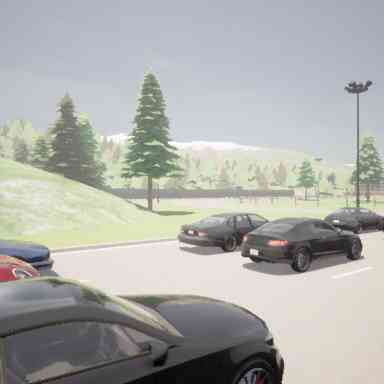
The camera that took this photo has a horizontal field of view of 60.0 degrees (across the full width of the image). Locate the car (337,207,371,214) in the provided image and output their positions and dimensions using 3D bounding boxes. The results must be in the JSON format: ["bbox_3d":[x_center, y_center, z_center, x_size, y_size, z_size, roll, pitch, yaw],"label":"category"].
[{"bbox_3d":[9.471,1.564,19.265,4.181,1.385,1.994,0,0,-36],"label":"car"}]

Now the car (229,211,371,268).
[{"bbox_3d":[3.608,1.526,10.709,4.674,1.442,1.812,0,0,-36],"label":"car"}]

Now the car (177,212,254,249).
[{"bbox_3d":[1.990,1.547,13.845,5.357,1.411,2.033,0,0,-36],"label":"car"}]

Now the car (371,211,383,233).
[{"bbox_3d":[11.117,1.492,16.137,4.902,1.511,2.128,0,0,-36],"label":"car"}]

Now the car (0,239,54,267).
[{"bbox_3d":[-4.584,1.352,4.760,4.553,1.767,2.097,0,0,-36],"label":"car"}]

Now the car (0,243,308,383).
[{"bbox_3d":[-1.222,1.526,2.881,4.674,1.442,1.812,0,0,-36],"label":"car"}]

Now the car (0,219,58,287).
[{"bbox_3d":[-6.246,1.547,7.879,5.357,1.411,2.033,0,0,-36],"label":"car"}]
